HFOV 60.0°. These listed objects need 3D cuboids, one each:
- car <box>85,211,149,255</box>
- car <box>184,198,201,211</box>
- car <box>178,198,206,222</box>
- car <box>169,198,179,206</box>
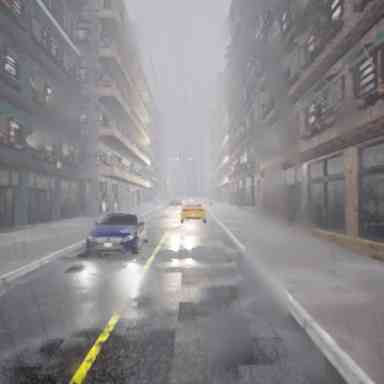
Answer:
[{"bbox_3d":[-2.837,1.541,13.540,1.812,1.442,4.674,0,0,0],"label":"car"},{"bbox_3d":[0.092,1.556,43.287,2.128,1.511,4.902,0,0,0],"label":"car"},{"bbox_3d":[0.100,1.512,26.376,1.882,1.535,5.008,0,0,0],"label":"car"},{"bbox_3d":[-2.801,1.657,56.163,1.994,1.385,4.181,0,0,0],"label":"car"}]
